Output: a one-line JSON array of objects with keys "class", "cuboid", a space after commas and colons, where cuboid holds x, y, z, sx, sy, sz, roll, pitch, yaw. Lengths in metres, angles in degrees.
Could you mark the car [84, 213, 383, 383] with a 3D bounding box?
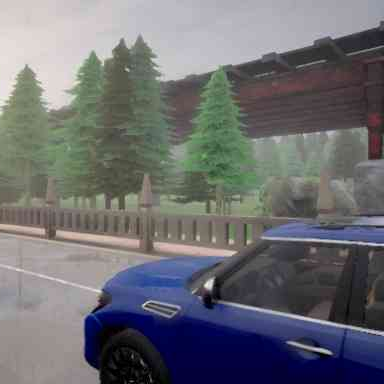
[{"class": "car", "cuboid": [1.453, 1.224, 2.957, 5.566, 2.045, 2.150, 0, 0, 36]}]
